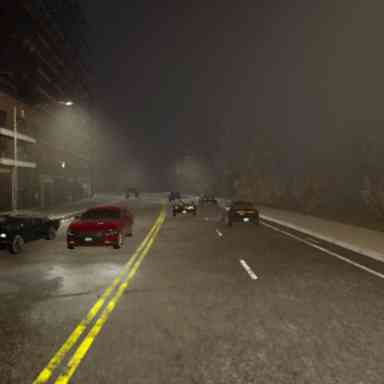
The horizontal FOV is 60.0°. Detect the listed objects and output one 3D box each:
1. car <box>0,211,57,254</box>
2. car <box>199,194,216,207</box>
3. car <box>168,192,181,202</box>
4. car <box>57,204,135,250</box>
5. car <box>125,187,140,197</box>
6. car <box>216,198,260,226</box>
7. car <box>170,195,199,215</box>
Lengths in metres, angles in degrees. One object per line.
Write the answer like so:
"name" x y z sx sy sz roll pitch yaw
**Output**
"car" -6.798 1.442 12.758 1.895 1.301 4.718 0 1 -2
"car" 1.783 0.953 38.288 2.128 1.511 4.902 0 1 -4
"car" -2.708 0.752 51.994 1.882 1.535 5.008 0 1 -6
"car" -3.580 1.298 13.735 1.882 1.535 5.008 0 1 -2
"car" -9.450 0.117 53.123 2.150 2.045 5.566 0 1 -6
"car" 2.867 1.215 20.648 1.837 1.490 4.892 0 1 -2
"car" -0.720 1.215 27.946 1.895 1.301 4.718 0 1 -3
